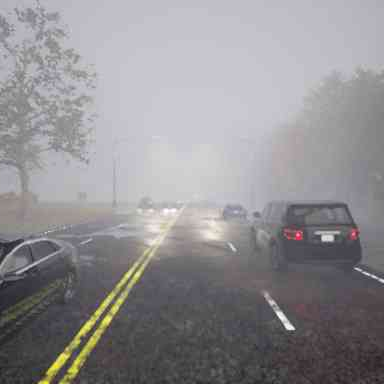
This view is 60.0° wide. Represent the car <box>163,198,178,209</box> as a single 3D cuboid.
[{"bbox_3d":[-3.040,1.568,47.272,2.128,1.511,4.902,0,0,1],"label":"car"}]

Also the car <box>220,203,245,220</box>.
[{"bbox_3d":[3.499,1.610,28.650,1.994,1.385,4.181,1,-1,0],"label":"car"}]

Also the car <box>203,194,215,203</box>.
[{"bbox_3d":[3.847,1.544,70.223,2.033,1.649,4.856,1,-1,1],"label":"car"}]

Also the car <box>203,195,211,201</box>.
[{"bbox_3d":[4.154,1.710,92.218,2.033,1.411,5.357,1,-1,1],"label":"car"}]

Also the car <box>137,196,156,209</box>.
[{"bbox_3d":[-6.300,1.415,46.250,2.097,1.767,4.553,0,0,1],"label":"car"}]

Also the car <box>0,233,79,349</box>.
[{"bbox_3d":[-3.333,1.491,5.232,2.128,1.511,4.902,0,0,0],"label":"car"}]

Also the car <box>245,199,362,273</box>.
[{"bbox_3d":[3.393,1.248,11.007,2.150,2.045,5.566,-1,0,0],"label":"car"}]
